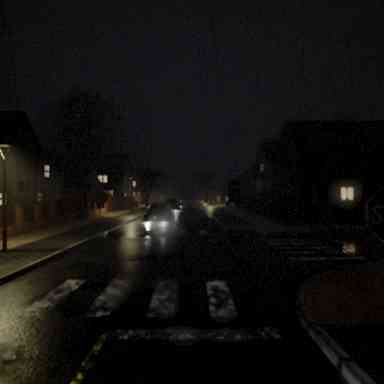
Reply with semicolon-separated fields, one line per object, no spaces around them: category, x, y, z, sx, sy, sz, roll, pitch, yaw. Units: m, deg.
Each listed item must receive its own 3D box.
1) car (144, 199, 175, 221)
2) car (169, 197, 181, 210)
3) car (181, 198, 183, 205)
car;-2.823;1.565;27.988;2.033;1.411;5.357;0;0;0
car;-2.795;1.585;43.984;1.812;1.442;4.674;0;0;0
car;-2.697;1.632;60.976;1.882;1.535;5.008;0;0;0
